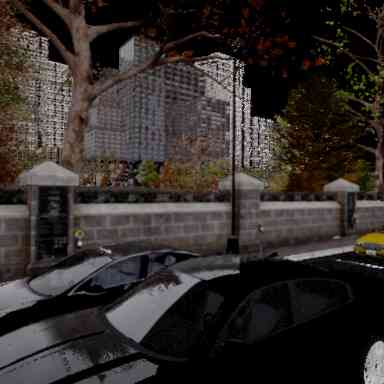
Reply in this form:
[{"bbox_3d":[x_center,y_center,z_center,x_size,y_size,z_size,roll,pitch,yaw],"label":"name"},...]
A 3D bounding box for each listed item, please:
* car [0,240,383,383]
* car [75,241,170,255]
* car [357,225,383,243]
[{"bbox_3d":[0.334,1.497,3.606,5.008,1.535,1.882,1,0,-35],"label":"car"},{"bbox_3d":[-1.326,1.584,5.612,4.313,1.339,1.947,1,0,-36],"label":"car"},{"bbox_3d":[7.701,1.638,12.057,4.829,1.417,1.752,1,0,-36],"label":"car"}]
